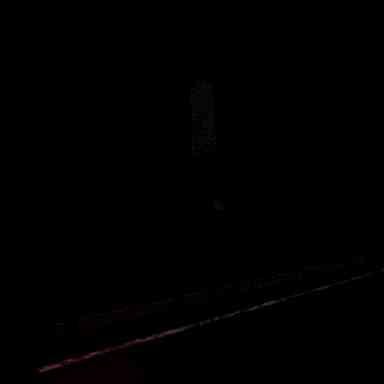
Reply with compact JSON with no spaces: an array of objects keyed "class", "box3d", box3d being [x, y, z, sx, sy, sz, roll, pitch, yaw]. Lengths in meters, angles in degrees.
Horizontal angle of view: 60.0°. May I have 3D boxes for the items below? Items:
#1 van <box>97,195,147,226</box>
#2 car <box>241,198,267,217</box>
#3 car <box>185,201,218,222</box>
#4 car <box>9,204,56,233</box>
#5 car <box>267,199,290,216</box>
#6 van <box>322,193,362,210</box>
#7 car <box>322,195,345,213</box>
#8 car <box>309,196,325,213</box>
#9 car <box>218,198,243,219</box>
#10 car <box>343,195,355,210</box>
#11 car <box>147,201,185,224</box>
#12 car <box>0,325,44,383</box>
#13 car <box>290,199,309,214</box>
[{"class":"van","box3d":[-5.156,1.229,23.154,1.878,1.987,4.442,0,0,-36]},{"class":"car","box3d":[3.931,1.293,29.536,2.185,1.767,4.553,0,0,-36]},{"class":"car","box3d":[-0.566,1.436,26.281,2.097,1.535,5.008,0,0,-36]},{"class":"car","box3d":[-9.588,1.503,19.811,2.163,1.488,4.792,0,0,-36]},{"class":"car","box3d":[6.205,1.410,31.128,2.097,1.535,5.008,0,0,-36]},{"class":"van","box3d":[17.569,1.146,39.088,1.878,1.987,4.442,0,0,-35]},{"class":"car","box3d":[13.092,1.384,35.808,1.946,1.575,5.366,0,0,-35]},{"class":"car","box3d":[10.709,1.424,34.371,2.163,1.488,4.792,0,0,-36]},{"class":"car","box3d":[1.692,1.467,27.896,2.002,1.452,4.674,0,0,-36]},{"class":"car","box3d":[15.227,1.409,37.597,2.163,1.488,4.792,0,0,-36]},{"class":"car","box3d":[-2.827,1.485,24.669,2.002,1.452,4.674,0,0,-35]},{"class":"car","box3d":[-3.166,1.532,1.446,4.674,1.442,1.812,0,0,-35]},{"class":"car","box3d":[8.471,1.403,32.730,2.231,1.521,4.892,0,0,-36]}]
